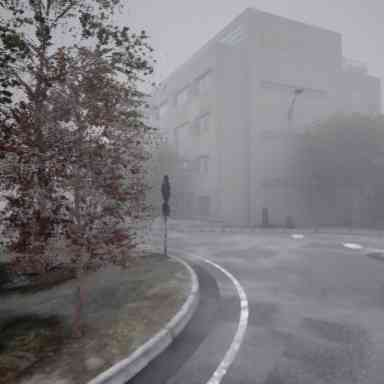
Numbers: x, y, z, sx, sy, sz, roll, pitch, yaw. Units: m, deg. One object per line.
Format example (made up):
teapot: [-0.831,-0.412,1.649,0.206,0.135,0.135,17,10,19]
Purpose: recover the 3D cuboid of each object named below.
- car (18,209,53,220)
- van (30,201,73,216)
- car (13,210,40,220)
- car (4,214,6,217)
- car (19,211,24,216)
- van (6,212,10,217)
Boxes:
car: [-24.355,3.462,51.753,4.792,1.488,2.163,0,-4,-31]
van: [-15.593,2.038,37.564,4.442,1.987,1.878,0,-3,-31]
car: [-31.672,4.339,63.623,4.553,1.767,2.185,0,-4,-31]
car: [-43.226,6.145,82.669,4.792,1.488,2.163,0,-4,-31]
car: [-20.062,2.563,44.606,5.566,2.045,2.435,0,-4,-31]
van: [-41.708,5.683,80.351,4.442,1.987,1.878,0,-4,-31]
